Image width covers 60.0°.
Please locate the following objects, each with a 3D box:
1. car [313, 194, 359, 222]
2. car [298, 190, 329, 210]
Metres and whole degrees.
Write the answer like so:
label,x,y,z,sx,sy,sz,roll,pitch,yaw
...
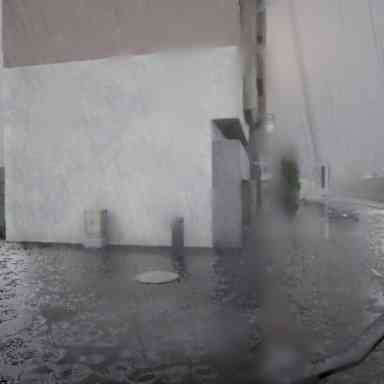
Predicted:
label,x,y,z,sx,sy,sz,roll,pitch,yaw
car,9.505,1.085,21.918,1.837,1.490,4.892,0,1,12
car,11.663,0.891,31.920,1.882,1.535,5.008,0,1,12
